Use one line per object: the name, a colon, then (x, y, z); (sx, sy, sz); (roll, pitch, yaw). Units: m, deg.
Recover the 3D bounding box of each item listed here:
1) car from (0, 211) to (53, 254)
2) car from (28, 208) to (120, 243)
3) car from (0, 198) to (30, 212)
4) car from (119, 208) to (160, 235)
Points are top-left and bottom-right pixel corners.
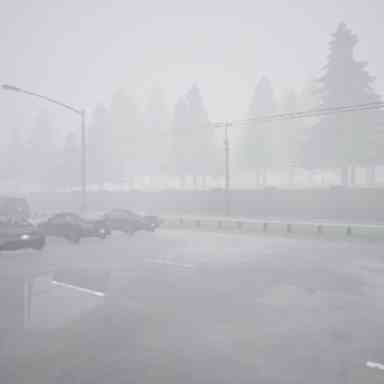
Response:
car: (-7.996, 1.700, 13.875); (4.181, 1.385, 1.994); (-1, 0, 36)
car: (-6.044, 1.662, 16.784); (4.674, 1.442, 1.812); (0, 0, 36)
car: (-15.920, 1.490, 28.118); (5.566, 2.045, 2.150); (0, 0, 36)
car: (-3.996, 1.662, 19.621); (4.674, 1.442, 1.812); (0, 0, 36)
